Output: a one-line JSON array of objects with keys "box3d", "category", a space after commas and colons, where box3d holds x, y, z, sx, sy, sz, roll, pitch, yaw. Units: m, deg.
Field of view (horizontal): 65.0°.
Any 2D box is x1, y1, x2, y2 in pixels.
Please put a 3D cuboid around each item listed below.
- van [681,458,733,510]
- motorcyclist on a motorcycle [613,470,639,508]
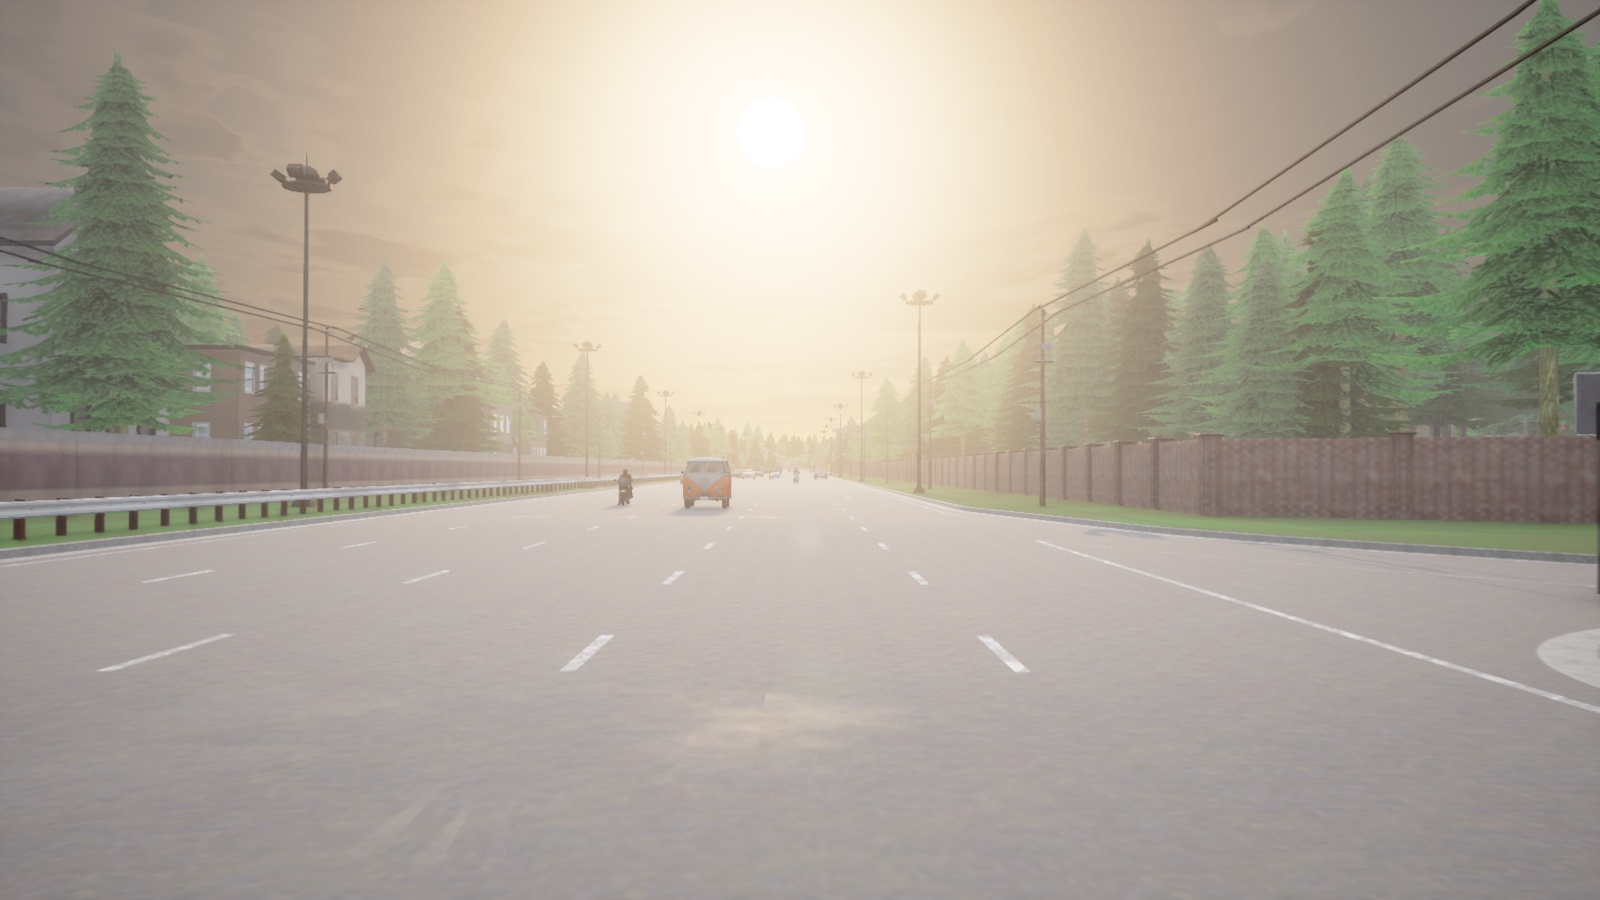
[{"box3d": [-3.651, 1.324, 49.901, 1.775, 1.987, 4.442, 0, -1, -1], "category": "van"}, {"box3d": [-7.244, 1.602, 52.311, 0.797, 1.523, 2.044, 0, -1, 0], "category": "motorcyclist on a motorcycle"}]
